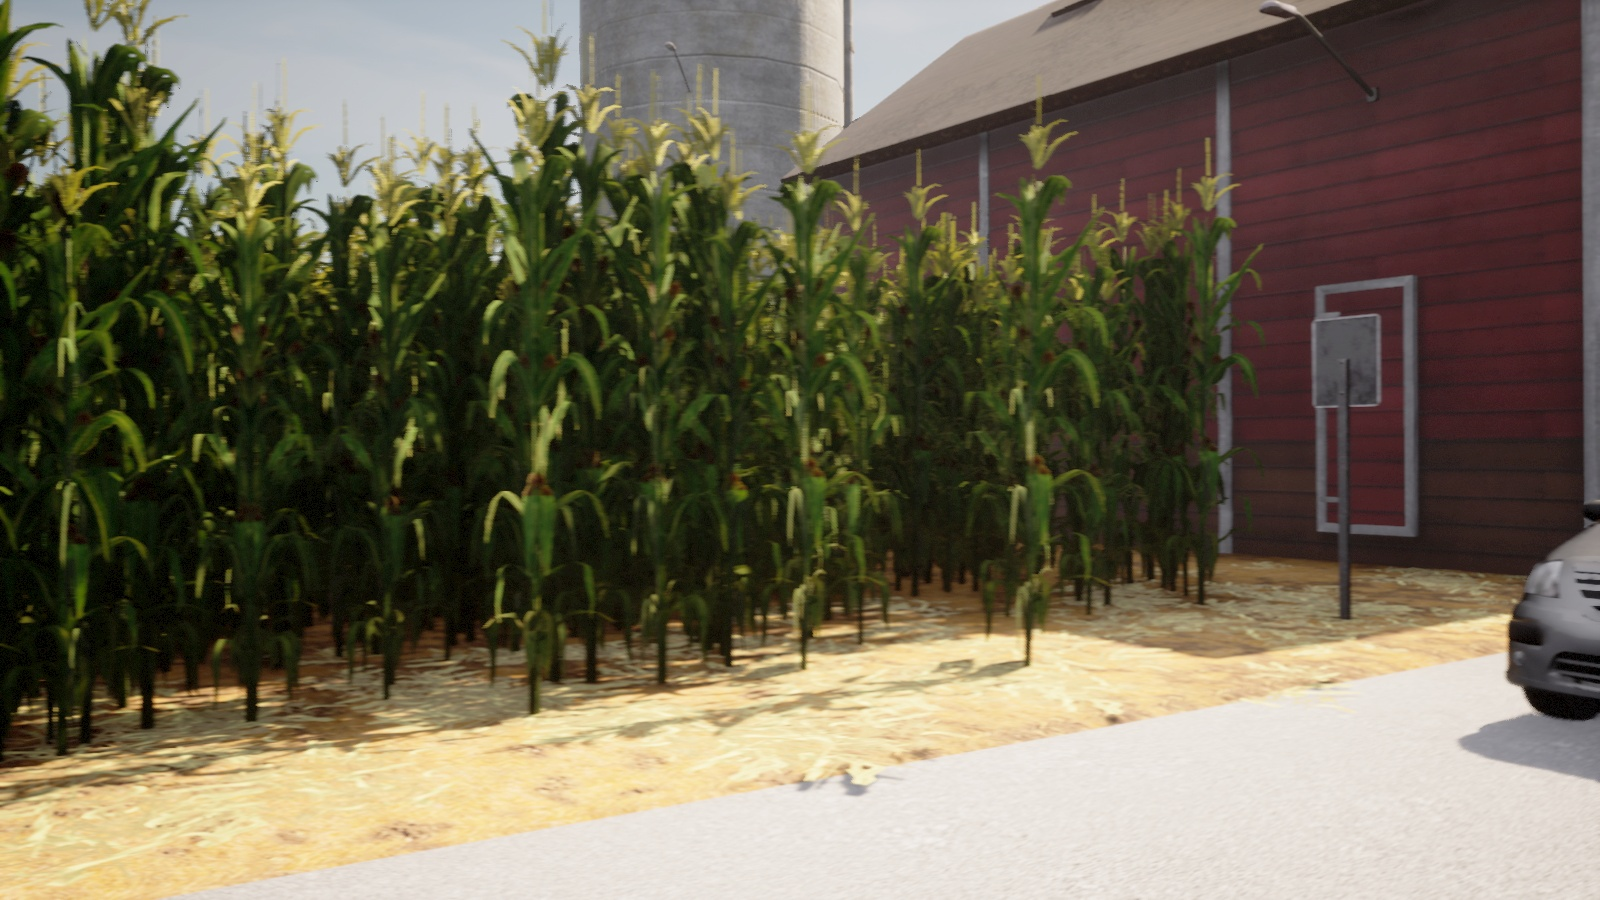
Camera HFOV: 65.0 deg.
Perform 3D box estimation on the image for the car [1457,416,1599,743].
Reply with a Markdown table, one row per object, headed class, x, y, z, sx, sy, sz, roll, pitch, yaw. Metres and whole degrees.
| class | x | y | z | sx | sy | sz | roll | pitch | yaw |
| --- | --- | --- | --- | --- | --- | --- | --- | --- | --- |
| car | 5.711 | 0.629 | 7.147 | 3.988 | 1.617 | 1.851 | 0 | 0 | -35 |
